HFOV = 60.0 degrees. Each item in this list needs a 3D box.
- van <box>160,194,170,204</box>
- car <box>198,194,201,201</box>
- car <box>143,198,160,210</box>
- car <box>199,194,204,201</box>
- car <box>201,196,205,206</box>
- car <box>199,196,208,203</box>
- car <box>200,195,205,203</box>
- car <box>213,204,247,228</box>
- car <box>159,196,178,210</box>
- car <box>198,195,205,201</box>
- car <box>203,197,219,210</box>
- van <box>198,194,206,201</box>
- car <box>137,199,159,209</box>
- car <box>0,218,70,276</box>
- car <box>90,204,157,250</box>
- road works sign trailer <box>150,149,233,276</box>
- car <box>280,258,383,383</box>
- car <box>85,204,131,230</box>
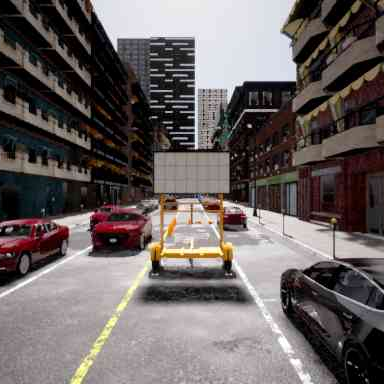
[{"bbox_3d":[-5.346,1.413,67.268,1.690,1.788,3.998,1,0,0],"label":"van"},{"bbox_3d":[2.532,1.597,67.452,1.752,1.417,4.829,0,0,0],"label":"car"},{"bbox_3d":[-5.334,1.562,44.340,1.752,1.417,4.829,1,0,0],"label":"car"},{"bbox_3d":[2.539,1.577,56.074,1.752,1.417,4.829,0,0,0],"label":"car"},{"bbox_3d":[2.546,1.581,44.525,1.887,1.381,4.507,1,0,0],"label":"car"},{"bbox_3d":[2.528,1.665,72.972,1.802,1.307,4.206,0,0,0],"label":"car"},{"bbox_3d":[2.543,1.588,50.214,1.887,1.381,4.507,1,0,0],"label":"car"},{"bbox_3d":[2.559,1.594,21.765,1.802,1.307,4.206,1,0,0],"label":"car"},{"bbox_3d":[-2.775,1.559,41.474,1.812,1.442,4.674,0,0,0],"label":"car"},{"bbox_3d":[2.519,1.649,90.212,1.752,1.417,4.829,0,0,0],"label":"car"},{"bbox_3d":[2.549,1.612,38.835,1.802,1.307,4.206,1,0,0],"label":"car"},{"bbox_3d":[2.524,1.450,84.352,1.690,1.788,3.998,0,0,0],"label":"van"},{"bbox_3d":[-5.331,1.581,38.819,2.008,1.369,4.403,1,0,0],"label":"car"},{"bbox_3d":[-5.314,1.549,10.371,1.887,1.381,4.507,1,0,0],"label":"car"},{"bbox_3d":[-2.859,1.484,14.526,1.882,1.535,5.008,0,0,0],"label":"car"},{"bbox_3d":[-0.006,0.469,10.375,2.380,3.560,2.880,0,0,0],"label":"road works sign trailer"},{"bbox_3d":[2.570,1.567,4.697,1.947,1.339,4.313,1,0,0],"label":"car"},{"bbox_3d":[-5.321,1.557,21.749,1.887,1.381,4.507,1,0,0],"label":"car"}]
